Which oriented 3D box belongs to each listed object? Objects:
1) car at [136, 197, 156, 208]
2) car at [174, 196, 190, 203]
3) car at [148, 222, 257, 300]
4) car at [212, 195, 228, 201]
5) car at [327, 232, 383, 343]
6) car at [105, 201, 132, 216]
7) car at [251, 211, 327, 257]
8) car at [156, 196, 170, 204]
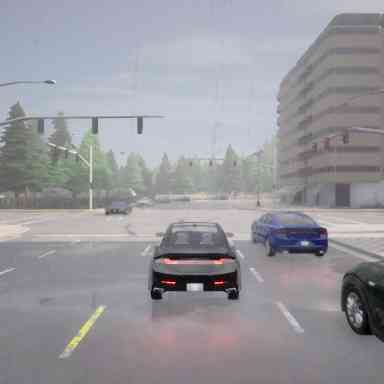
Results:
[{"bbox_3d":[-6.879,1.526,48.831,1.812,1.442,4.674,0,0,3],"label":"car"},{"bbox_3d":[-2.023,1.524,71.694,1.812,1.442,4.674,0,0,27],"label":"car"},{"bbox_3d":[0.067,1.492,8.383,2.128,1.511,4.902,0,0,0],"label":"car"},{"bbox_3d":[7.011,1.487,83.576,4.892,1.490,1.837,0,0,-45],"label":"car"},{"bbox_3d":[3.600,1.352,3.877,2.097,1.767,4.553,0,0,0],"label":"car"},{"bbox_3d":[-7.084,1.600,32.439,1.994,1.385,4.181,0,0,0],"label":"car"},{"bbox_3d":[3.586,1.478,13.028,1.882,1.535,5.008,0,0,0],"label":"car"},{"bbox_3d":[-5.437,1.525,62.048,1.812,1.442,4.674,0,0,14],"label":"car"}]
